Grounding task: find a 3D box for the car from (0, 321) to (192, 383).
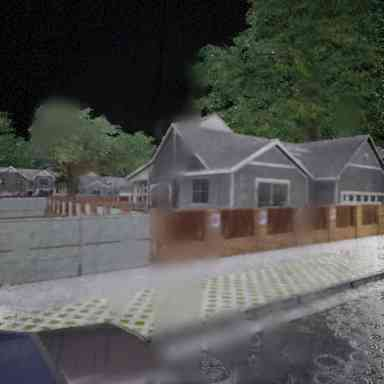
[{"bbox_3d":[-2.390,1.540,1.358,5.357,1.411,2.033,0,0,-35],"label":"car"}]
